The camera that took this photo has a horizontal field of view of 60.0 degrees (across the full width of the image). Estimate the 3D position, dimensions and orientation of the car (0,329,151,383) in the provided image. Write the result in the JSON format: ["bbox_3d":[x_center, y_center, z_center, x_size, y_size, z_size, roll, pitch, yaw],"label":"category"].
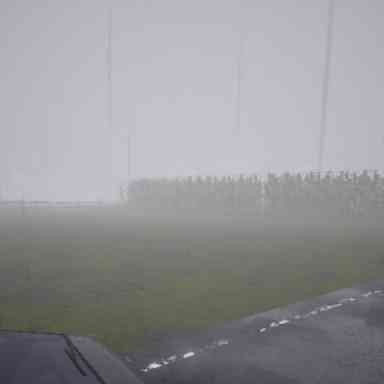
[{"bbox_3d":[-2.093,1.562,1.499,4.181,1.385,1.994,0,0,-36],"label":"car"}]
